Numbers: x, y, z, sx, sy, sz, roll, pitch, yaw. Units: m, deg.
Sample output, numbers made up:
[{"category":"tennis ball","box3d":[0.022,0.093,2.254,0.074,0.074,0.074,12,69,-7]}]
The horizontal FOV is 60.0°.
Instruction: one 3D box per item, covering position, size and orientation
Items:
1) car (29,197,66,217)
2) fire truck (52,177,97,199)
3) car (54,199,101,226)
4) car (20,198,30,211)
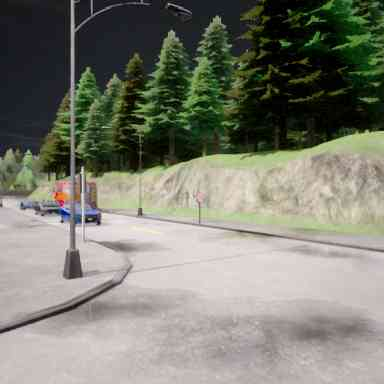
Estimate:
[{"category":"car","box3d":[-13.981,1.547,32.235,2.033,1.411,5.357,0,0,-34]},{"category":"fire truck","box3d":[-14.048,0.342,39.589,2.891,3.827,8.468,0,0,-34]},{"category":"car","box3d":[-7.975,1.478,23.478,1.882,1.535,5.008,0,0,-34]},{"category":"car","box3d":[-20.099,1.526,41.204,1.812,1.442,4.674,0,0,-34]}]
